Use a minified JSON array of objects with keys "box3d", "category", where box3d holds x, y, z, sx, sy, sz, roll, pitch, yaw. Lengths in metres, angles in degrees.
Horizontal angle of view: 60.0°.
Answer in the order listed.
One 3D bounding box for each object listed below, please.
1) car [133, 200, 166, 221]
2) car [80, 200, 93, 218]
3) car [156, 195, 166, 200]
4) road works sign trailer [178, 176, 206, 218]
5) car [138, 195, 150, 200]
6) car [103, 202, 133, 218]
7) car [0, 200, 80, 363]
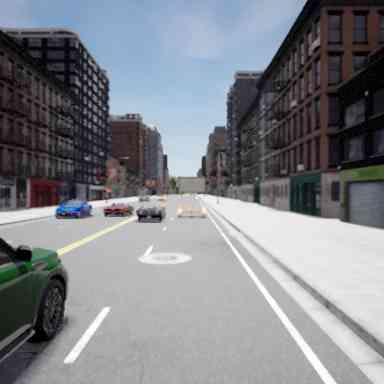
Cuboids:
[{"box3d":[-3.151,1.552,26.688,1.895,1.301,4.718,0,0,0],"category":"car"},{"box3d":[-9.850,1.426,28.048,1.882,1.535,5.008,0,0,0],"category":"car"},{"box3d":[-6.509,1.349,70.417,1.882,1.535,5.008,0,0,0],"category":"car"},{"box3d":[-0.003,0.412,29.125,2.380,3.560,2.880,0,0,0],"category":"road works sign trailer"},{"box3d":[-9.758,1.408,68.178,2.033,1.411,5.357,0,0,0],"category":"car"},{"box3d":[-6.600,1.546,30.059,1.895,1.301,4.718,0,0,0],"category":"car"},{"box3d":[-3.151,1.214,3.272,2.150,2.045,5.566,0,0,0],"category":"car"}]
